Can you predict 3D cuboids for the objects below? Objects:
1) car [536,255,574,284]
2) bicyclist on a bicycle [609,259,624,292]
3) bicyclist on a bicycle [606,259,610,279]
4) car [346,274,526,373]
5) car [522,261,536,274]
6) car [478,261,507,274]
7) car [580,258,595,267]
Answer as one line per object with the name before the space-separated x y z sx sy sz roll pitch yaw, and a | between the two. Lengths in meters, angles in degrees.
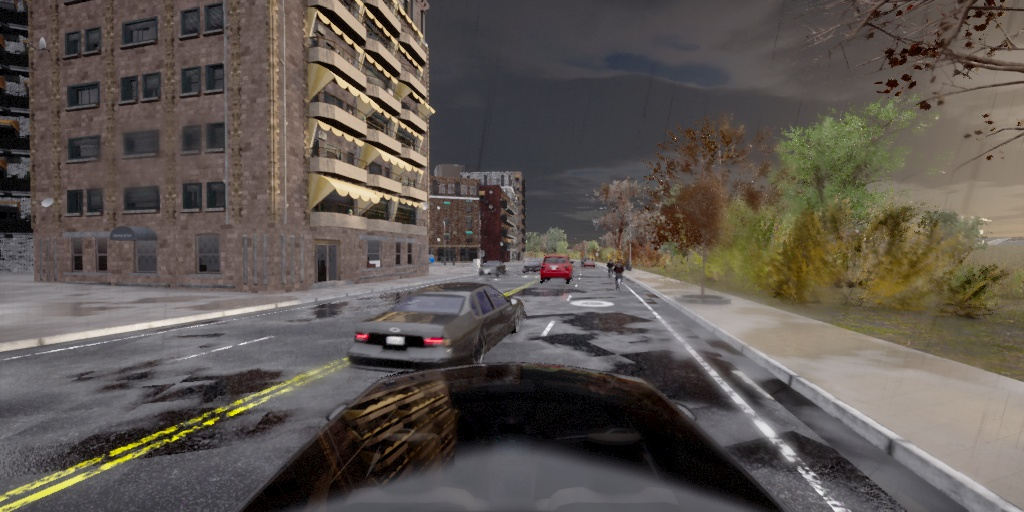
car | 3.496 0.965 27.495 2.150 2.045 5.566 0 0 12
bicyclist on a bicycle | 6.032 1.115 20.285 0.659 1.776 1.843 0 0 13
bicyclist on a bicycle | 7.987 1.112 29.148 0.659 1.776 1.843 0 0 12
car | -1.111 1.296 7.732 2.033 1.411 5.357 0 0 14
car | 2.371 1.289 38.916 2.033 1.411 5.357 0 0 11
car | -1.817 1.238 34.697 2.128 1.511 4.902 0 0 12
car | 13.711 1.282 63.977 1.994 1.385 4.181 0 0 9
